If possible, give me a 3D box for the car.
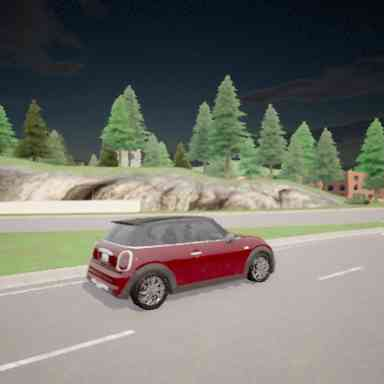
[{"bbox_3d":[-0.069,1.342,8.045,4.553,1.767,2.097,0,0,-37],"label":"car"}]
